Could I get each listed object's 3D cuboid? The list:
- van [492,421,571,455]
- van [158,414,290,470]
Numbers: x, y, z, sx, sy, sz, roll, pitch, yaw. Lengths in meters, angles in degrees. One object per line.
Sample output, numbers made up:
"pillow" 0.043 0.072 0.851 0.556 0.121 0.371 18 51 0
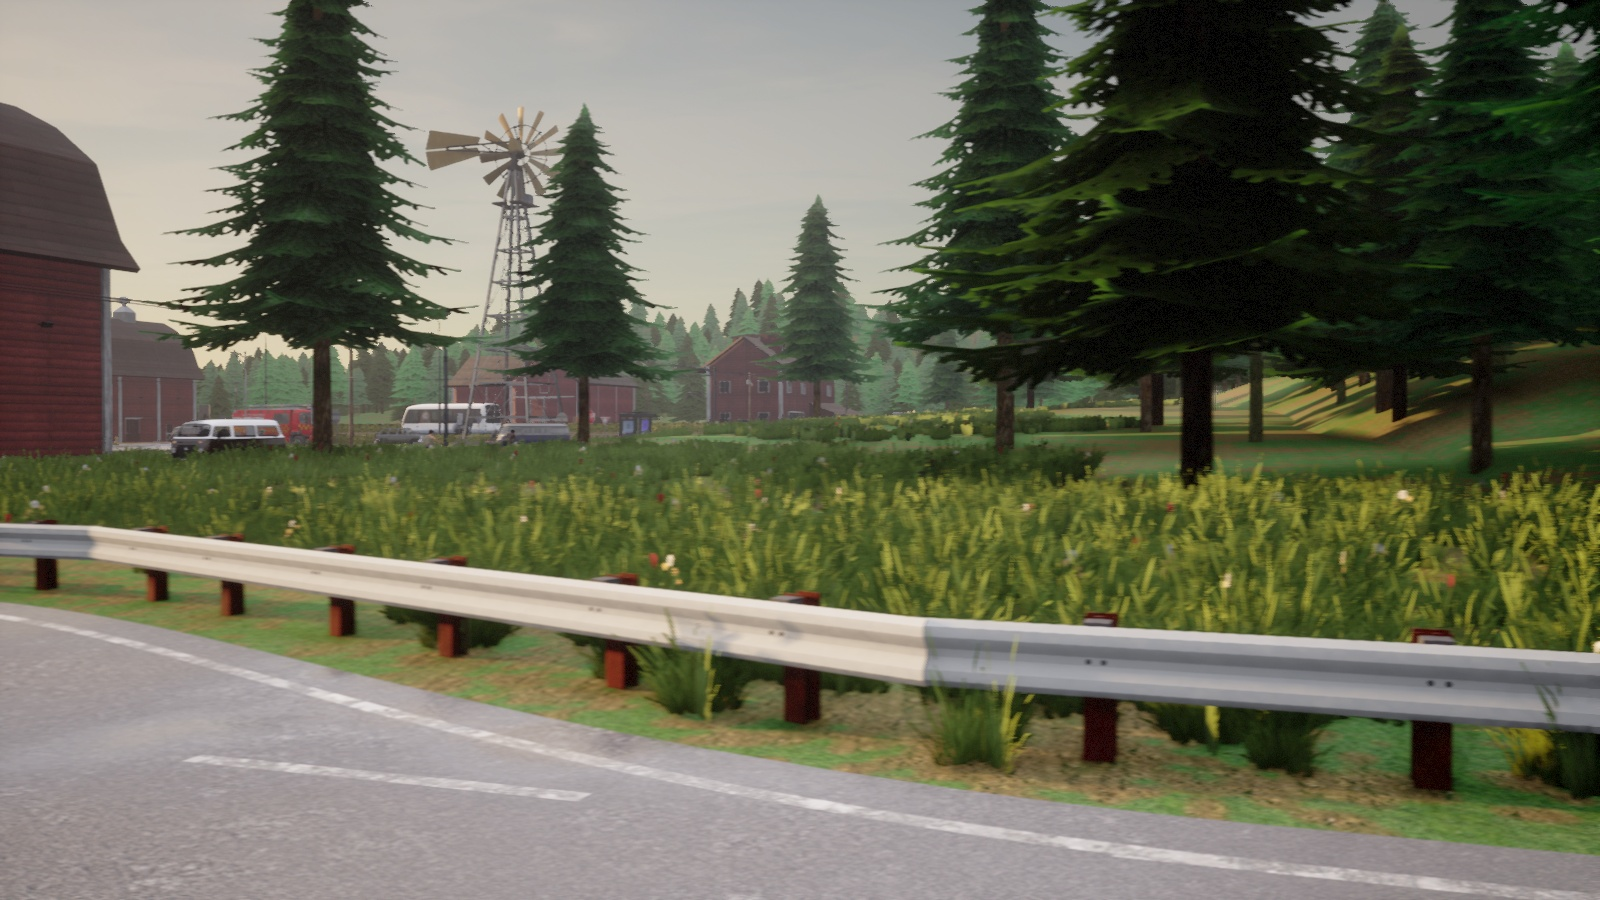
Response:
"van" -16.262 -0.748 75.985 4.442 1.987 1.775 0 1 -20
"van" -21.960 -0.341 48.106 2.069 2.038 4.480 1 1 19
